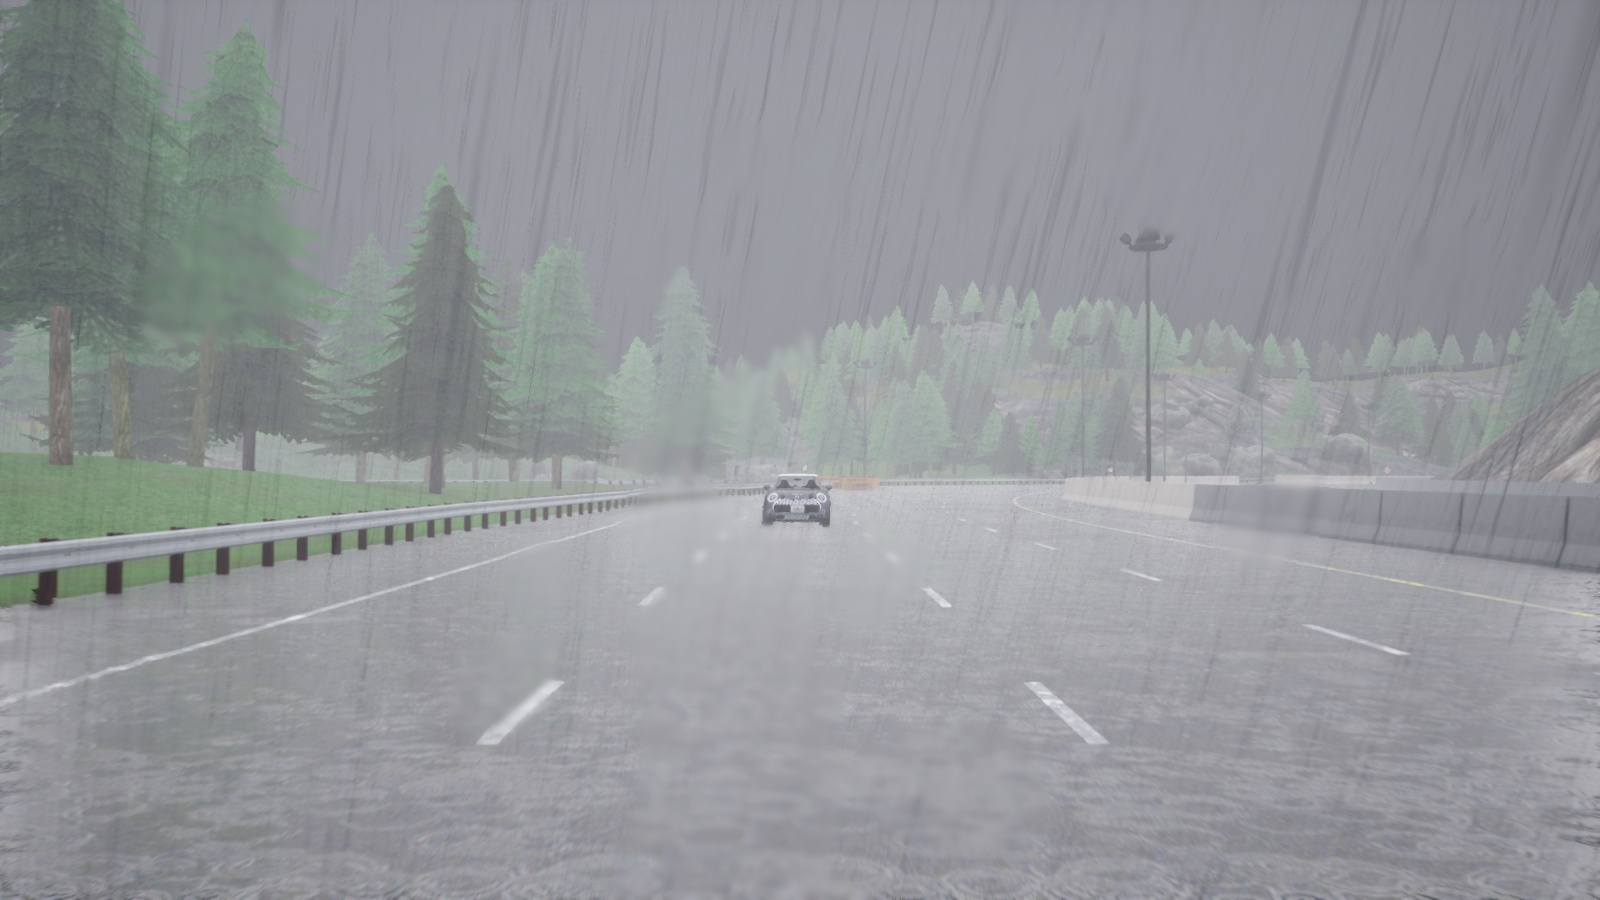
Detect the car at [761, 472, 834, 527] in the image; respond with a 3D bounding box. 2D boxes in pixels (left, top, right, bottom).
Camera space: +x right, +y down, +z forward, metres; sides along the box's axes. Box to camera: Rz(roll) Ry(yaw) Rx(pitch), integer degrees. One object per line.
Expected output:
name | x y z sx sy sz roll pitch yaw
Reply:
car | -0.053 1.382 35.934 1.970 1.475 3.806 0 -1 1
